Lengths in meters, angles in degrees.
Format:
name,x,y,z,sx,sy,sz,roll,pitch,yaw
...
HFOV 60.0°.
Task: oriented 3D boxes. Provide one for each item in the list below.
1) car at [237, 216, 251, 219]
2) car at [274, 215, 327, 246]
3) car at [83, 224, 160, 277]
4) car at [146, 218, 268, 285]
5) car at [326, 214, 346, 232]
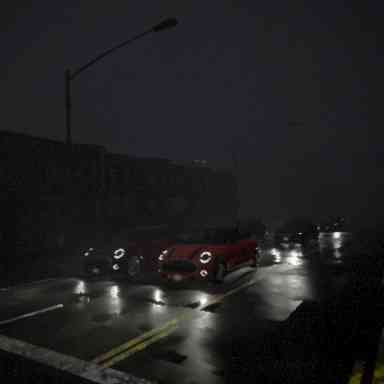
name,x,y,z,sx,sy,sz,roll,pitch,yaw
car,3.379,2.532,22.293,2.097,1.767,4.553,-5,-4,33
car,6.632,2.455,20.864,2.128,1.511,4.902,-5,-4,33
car,-2.208,2.264,13.717,2.097,1.767,4.553,-5,-4,33
car,0.764,2.035,11.881,2.097,1.767,4.553,-5,-4,33
car,12.721,2.779,30.169,1.812,1.442,4.674,-5,-3,33
